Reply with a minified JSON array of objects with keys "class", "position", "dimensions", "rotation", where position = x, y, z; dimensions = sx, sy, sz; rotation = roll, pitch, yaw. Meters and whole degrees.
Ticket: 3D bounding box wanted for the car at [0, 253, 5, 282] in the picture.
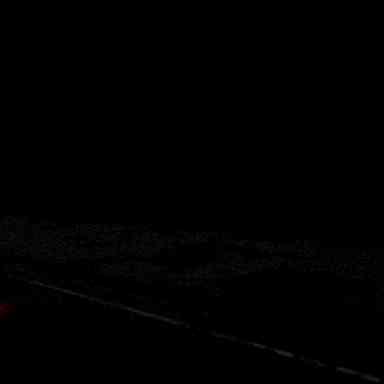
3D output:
[{"class":"car","position":[-6.544,1.600,8.353],"dimensions":[4.181,1.385,1.994],"rotation":[0,0,36]}]
